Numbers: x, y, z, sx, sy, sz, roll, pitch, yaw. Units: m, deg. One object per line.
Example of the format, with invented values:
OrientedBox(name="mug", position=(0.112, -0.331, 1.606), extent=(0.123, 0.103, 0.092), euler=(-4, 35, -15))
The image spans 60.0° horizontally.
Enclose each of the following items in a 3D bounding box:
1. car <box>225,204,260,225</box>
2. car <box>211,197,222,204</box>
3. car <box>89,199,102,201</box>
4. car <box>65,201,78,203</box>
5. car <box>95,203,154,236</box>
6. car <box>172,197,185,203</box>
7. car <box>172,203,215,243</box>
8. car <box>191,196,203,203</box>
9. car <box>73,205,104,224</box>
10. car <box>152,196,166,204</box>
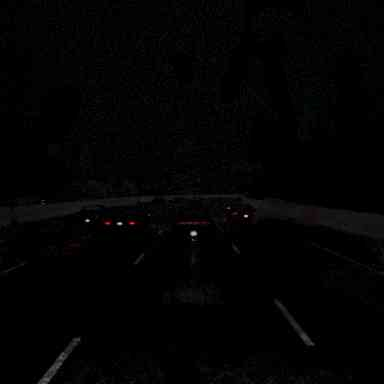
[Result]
OrientedBox(name="car", position=(3.564, 1.562, 23.988), extent=(1.994, 1.385, 4.181), euler=(0, 0, 0))
OrientedBox(name="car", position=(4.485, 1.563, 61.730), extent=(1.994, 1.385, 4.181), euler=(0, 0, 6))
OrientedBox(name="car", position=(-17.086, 1.518, 59.165), extent=(2.128, 1.511, 4.902), euler=(0, 0, 4))
OrientedBox(name="car", position=(-20.750, 1.566, 56.967), extent=(2.033, 1.411, 5.357), euler=(0, 0, 3))
OrientedBox(name="car", position=(-3.427, 1.550, 18.255), extent=(2.033, 1.411, 5.357), euler=(0, 0, 0))
OrientedBox(name="car", position=(-2.531, 1.567, 61.759), extent=(1.994, 1.385, 4.181), euler=(0, 0, 6))
OrientedBox(name="car", position=(0.070, 1.492, 16.061), extent=(2.128, 1.511, 4.902), euler=(0, 0, 0))
OrientedBox(name="car", position=(0.976, 1.492, 61.830), extent=(2.128, 1.511, 4.902), euler=(0, 0, 6))
OrientedBox(name="car", position=(-6.938, 1.605, 24.273), extent=(1.895, 1.301, 4.718), euler=(0, 0, 0))
OrientedBox(name="car", position=(-6.080, 1.530, 61.492), extent=(1.812, 1.442, 4.674), euler=(0, 0, 6))
